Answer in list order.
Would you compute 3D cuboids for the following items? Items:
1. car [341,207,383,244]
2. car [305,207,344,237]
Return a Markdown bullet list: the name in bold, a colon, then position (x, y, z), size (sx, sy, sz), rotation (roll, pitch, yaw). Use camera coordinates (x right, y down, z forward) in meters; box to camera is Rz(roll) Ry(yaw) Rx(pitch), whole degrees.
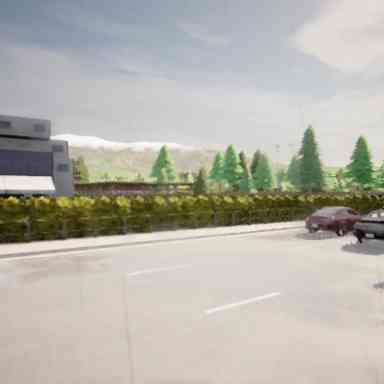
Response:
- **car**: position (8.942, 1.496, 14.437), size (4.902, 1.511, 2.128), rotation (0, 0, -35)
- **car**: position (8.055, 1.531, 18.113), size (4.674, 1.442, 1.812), rotation (0, 0, -36)
